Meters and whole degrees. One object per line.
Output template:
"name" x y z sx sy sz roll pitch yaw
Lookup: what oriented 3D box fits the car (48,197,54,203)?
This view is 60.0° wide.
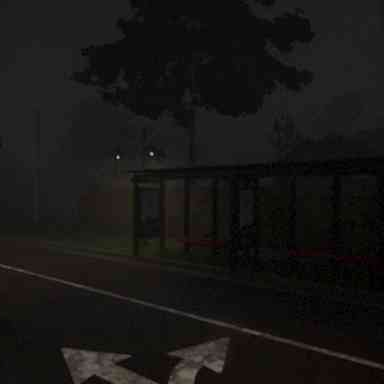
"car" -23.888 1.200 53.389 3.806 1.475 1.970 0 0 36
